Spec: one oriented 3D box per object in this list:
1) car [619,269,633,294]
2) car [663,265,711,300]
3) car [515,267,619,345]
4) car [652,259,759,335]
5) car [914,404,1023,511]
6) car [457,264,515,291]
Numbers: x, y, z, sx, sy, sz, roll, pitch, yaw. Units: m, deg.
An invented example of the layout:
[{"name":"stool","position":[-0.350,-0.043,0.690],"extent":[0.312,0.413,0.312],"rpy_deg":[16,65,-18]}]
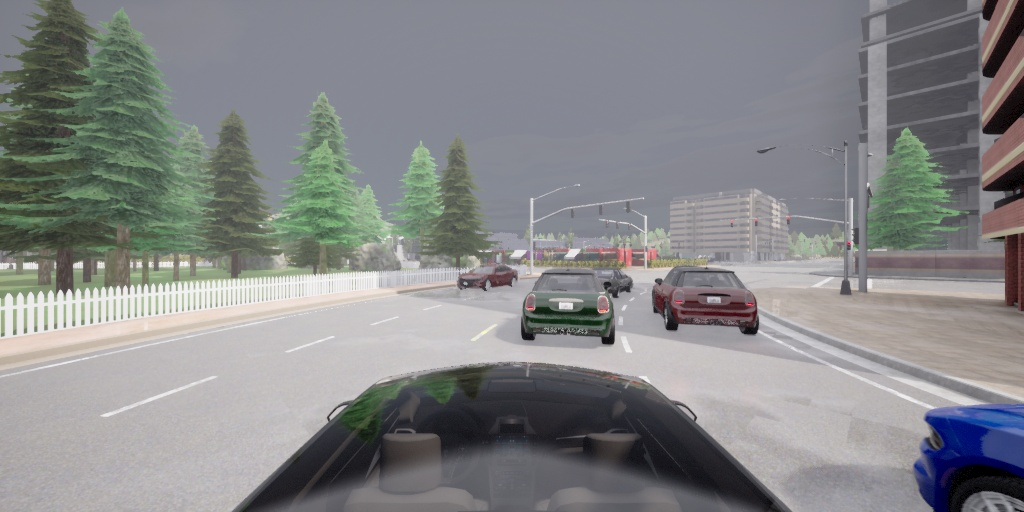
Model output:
[{"name":"car","position":[4.906,1.299,18.586],"extent":[2.033,1.411,5.357],"rpy_deg":[0,0,29]},{"name":"car","position":[9.336,1.256,18.883],"extent":[1.837,1.490,4.892],"rpy_deg":[0,0,31]},{"name":"car","position":[1.634,1.102,9.842],"extent":[2.097,1.767,4.553],"rpy_deg":[0,0,13]},{"name":"car","position":[5.547,1.103,10.875],"extent":[2.097,1.767,4.553],"rpy_deg":[0,0,16]},{"name":"car","position":[3.795,1.228,0.401],"extent":[1.882,1.535,5.008],"rpy_deg":[0,0,-1]},{"name":"car","position":[-1.394,1.263,22.167],"extent":[1.882,1.535,5.008],"rpy_deg":[0,0,29]}]
